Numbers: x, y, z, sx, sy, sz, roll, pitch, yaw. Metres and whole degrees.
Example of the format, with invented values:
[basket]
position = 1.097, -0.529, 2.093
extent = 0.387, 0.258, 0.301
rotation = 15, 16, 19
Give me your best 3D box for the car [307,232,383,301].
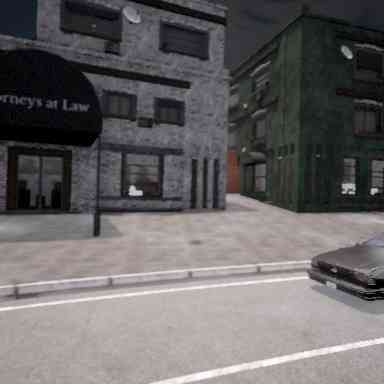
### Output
[car]
position = 5.398, 1.525, 7.651
extent = 5.357, 1.411, 2.033
rotation = 0, 0, -18
